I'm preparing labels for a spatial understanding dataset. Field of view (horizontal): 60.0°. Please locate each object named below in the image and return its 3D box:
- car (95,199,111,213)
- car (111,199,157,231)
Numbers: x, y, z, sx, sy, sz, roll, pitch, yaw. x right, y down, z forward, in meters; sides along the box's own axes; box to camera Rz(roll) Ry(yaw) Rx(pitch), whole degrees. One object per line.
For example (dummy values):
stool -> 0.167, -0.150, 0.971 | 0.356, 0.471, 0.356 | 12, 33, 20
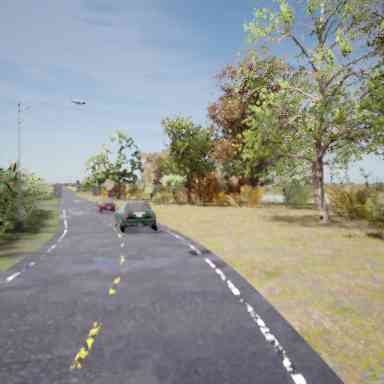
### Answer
car -> -9.276, 1.450, 35.983 | 1.812, 1.442, 4.674 | 0, 0, -21
car -> -3.560, 1.318, 20.452 | 2.097, 1.767, 4.553 | 0, 0, -18
